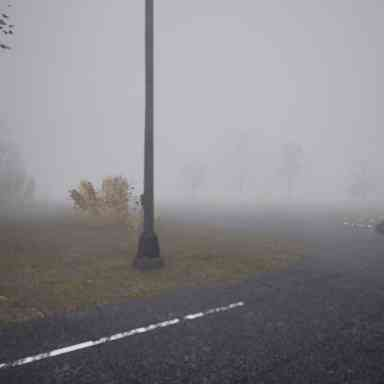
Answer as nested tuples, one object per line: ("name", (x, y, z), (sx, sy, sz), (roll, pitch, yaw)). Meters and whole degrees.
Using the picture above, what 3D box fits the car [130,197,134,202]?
("car", (-12.069, 1.022, 58.401), (1.895, 1.301, 4.718), (-1, 1, -35))

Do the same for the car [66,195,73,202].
("car", (-20.727, 0.931, 58.434), (2.128, 1.511, 4.902), (-1, 1, -35))

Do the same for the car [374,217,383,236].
("car", (10.416, 1.563, 14.332), (1.812, 1.442, 4.674), (0, 1, -35))
